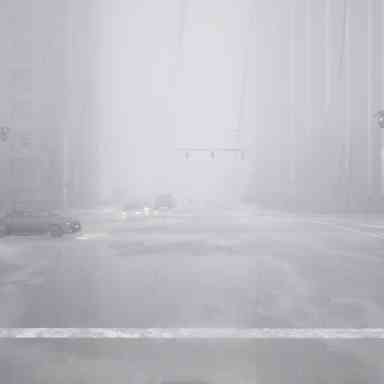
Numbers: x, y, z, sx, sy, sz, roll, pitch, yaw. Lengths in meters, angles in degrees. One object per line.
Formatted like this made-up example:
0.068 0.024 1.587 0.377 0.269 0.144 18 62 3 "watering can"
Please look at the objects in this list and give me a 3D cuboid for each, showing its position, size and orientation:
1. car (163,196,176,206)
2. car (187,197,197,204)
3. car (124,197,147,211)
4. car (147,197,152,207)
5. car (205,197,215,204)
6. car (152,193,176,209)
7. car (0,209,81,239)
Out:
-3.636 1.477 54.342 1.882 1.535 5.008 0 0 0 "car"
-0.067 1.601 65.539 1.895 1.301 4.718 0 0 0 "car"
-7.141 1.477 41.252 1.882 1.535 5.008 0 0 0 "car"
-7.139 1.491 50.739 2.128 1.511 4.902 0 0 0 "car"
3.433 1.601 65.003 1.895 1.301 4.718 0 0 0 "car"
-3.644 1.221 44.346 2.150 2.045 5.566 0 0 0 "car"
-7.858 1.564 16.846 4.181 1.385 1.994 0 0 -1 "car"
